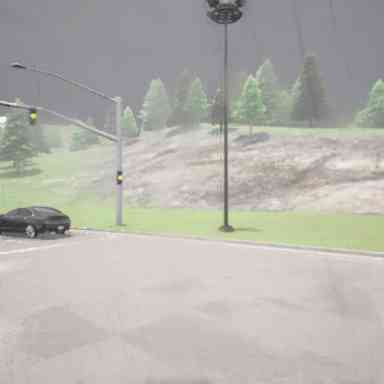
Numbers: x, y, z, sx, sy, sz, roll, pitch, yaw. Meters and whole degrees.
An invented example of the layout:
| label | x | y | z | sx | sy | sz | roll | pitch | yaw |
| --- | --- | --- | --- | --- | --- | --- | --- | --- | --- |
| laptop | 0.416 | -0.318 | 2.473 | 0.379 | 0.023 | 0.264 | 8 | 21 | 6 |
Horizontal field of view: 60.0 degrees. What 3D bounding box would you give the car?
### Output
| label | x | y | z | sx | sy | sz | roll | pitch | yaw |
| --- | --- | --- | --- | --- | --- | --- | --- | --- | --- |
| car | -8.420 | 1.482 | 17.231 | 4.892 | 1.490 | 1.837 | 0 | 0 | 30 |
